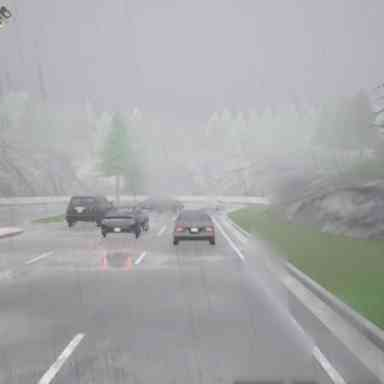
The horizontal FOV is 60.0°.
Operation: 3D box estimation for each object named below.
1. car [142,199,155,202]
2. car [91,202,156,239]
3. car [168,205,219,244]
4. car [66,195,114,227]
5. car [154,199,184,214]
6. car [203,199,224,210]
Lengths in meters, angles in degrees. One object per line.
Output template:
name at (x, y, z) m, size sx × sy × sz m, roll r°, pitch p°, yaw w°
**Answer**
car at (-4.804, 1.580, 39.728) m, size 2.033 × 1.411 × 5.357 m, roll 0°, pitch 0°, yaw 16°
car at (-3.406, 1.507, 17.591) m, size 2.128 × 1.511 × 4.902 m, roll 0°, pitch 0°, yaw 0°
car at (0.093, 1.560, 15.712) m, size 2.033 × 1.411 × 5.357 m, roll 0°, pitch 0°, yaw 0°
car at (-6.859, 1.244, 23.116) m, size 2.150 × 2.045 × 5.566 m, roll 0°, pitch 0°, yaw 1°
car at (-2.110, 1.534, 35.756) m, size 1.837 × 1.490 × 4.892 m, roll -1°, pitch 0°, yaw 13°
car at (2.555, 1.556, 39.867) m, size 1.812 × 1.442 × 4.674 m, roll 0°, pitch 0°, yaw 15°
